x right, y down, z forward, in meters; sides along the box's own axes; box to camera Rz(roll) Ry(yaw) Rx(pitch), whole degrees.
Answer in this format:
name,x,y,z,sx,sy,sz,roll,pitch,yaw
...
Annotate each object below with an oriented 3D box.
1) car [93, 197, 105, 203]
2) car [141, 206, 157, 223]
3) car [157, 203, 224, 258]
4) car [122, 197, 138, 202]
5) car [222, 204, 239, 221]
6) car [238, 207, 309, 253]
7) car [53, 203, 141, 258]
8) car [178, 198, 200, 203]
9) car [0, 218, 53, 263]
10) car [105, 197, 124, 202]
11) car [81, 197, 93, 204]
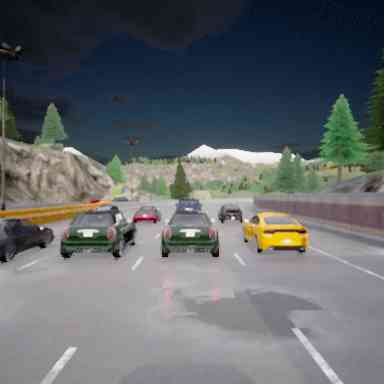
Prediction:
name,x,y,z,sx,sy,sz,roll,pitch,yaw
car,-19.273,2.301,73.620,1.882,1.535,5.008,0,-1,14
car,-3.751,1.884,28.526,1.994,1.385,4.181,0,-1,0
car,-0.073,1.504,13.559,2.097,1.767,4.553,0,-1,0
car,-12.644,2.350,71.317,1.994,1.385,4.181,0,-1,14
car,3.250,1.828,28.696,1.837,1.490,4.892,0,0,0
car,3.423,1.640,14.440,1.882,1.535,5.008,0,0,0
car,-3.573,1.504,13.515,2.097,1.767,4.553,0,-1,0
car,-0.257,1.535,27.678,2.150,2.045,5.566,0,0,0
car,-7.069,1.690,12.580,2.033,1.411,5.357,0,-1,-1
car,-15.969,2.035,72.443,2.150,2.045,5.566,0,-1,14
car,-22.599,2.061,74.745,2.150,2.045,5.566,0,-1,14
